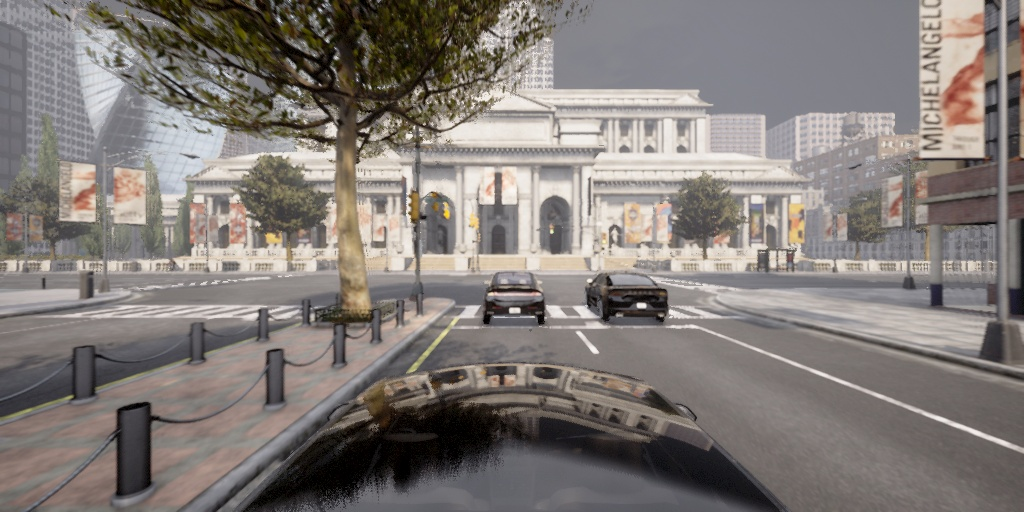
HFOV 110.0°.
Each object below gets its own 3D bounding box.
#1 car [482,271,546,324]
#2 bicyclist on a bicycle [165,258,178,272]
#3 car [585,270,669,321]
[{"bbox_3d":[0.048,1.253,12.081,2.128,1.511,4.902,0,0,-1],"label":"car"},{"bbox_3d":[-40.537,1.089,42.742,0.582,1.620,1.656,0,0,0],"label":"bicyclist on a bicycle"},{"bbox_3d":[3.784,1.238,12.575,1.882,1.535,5.008,0,0,3],"label":"car"}]
